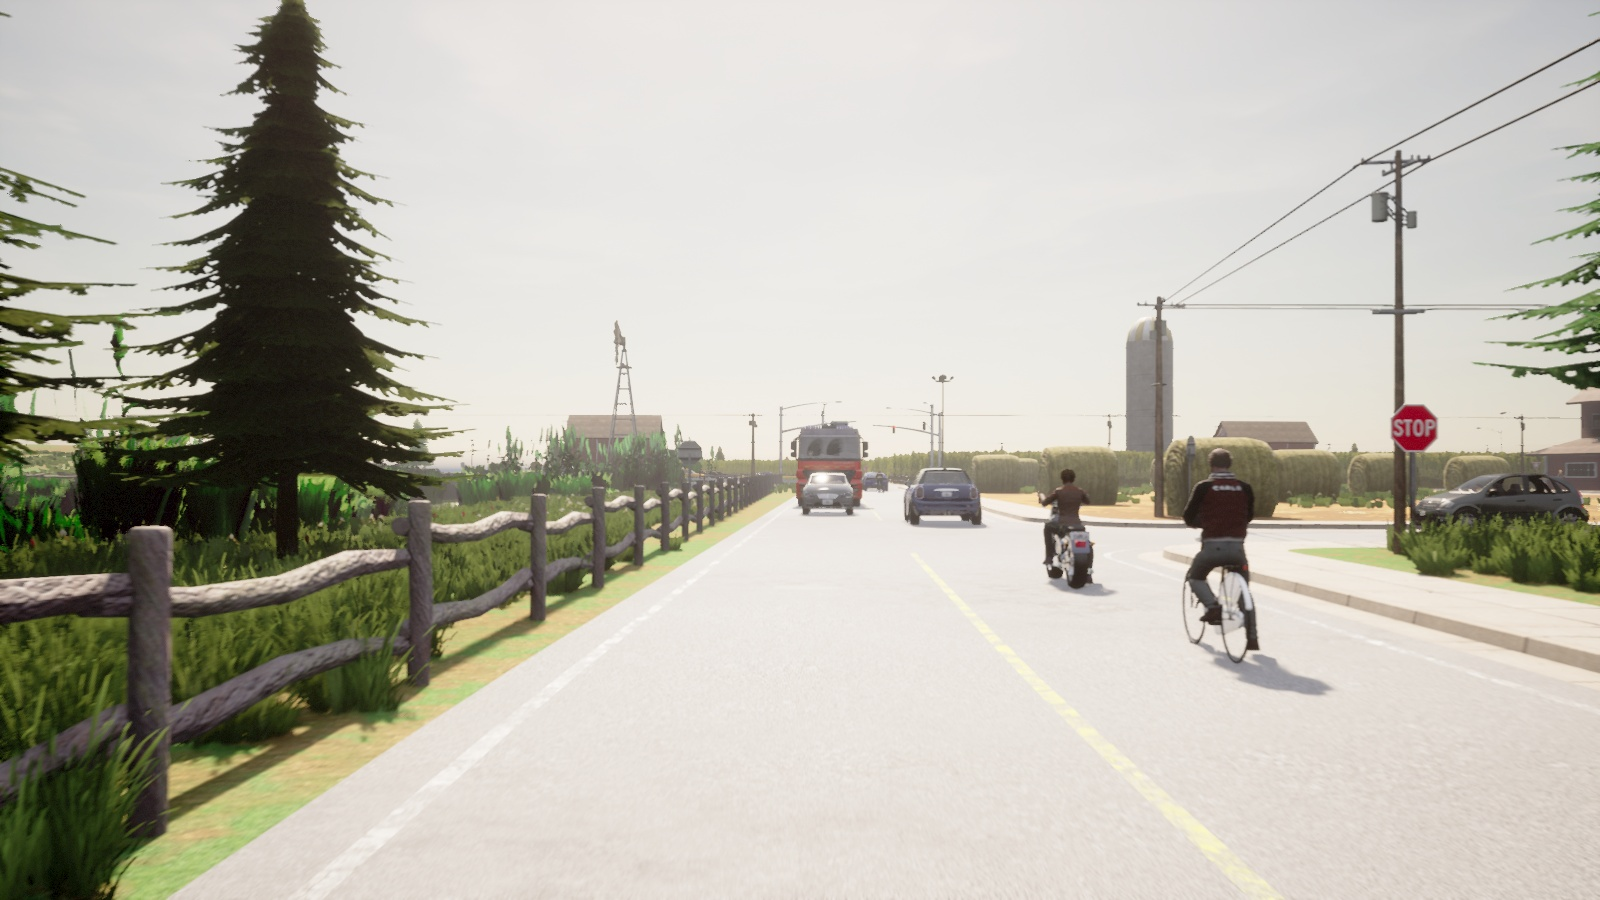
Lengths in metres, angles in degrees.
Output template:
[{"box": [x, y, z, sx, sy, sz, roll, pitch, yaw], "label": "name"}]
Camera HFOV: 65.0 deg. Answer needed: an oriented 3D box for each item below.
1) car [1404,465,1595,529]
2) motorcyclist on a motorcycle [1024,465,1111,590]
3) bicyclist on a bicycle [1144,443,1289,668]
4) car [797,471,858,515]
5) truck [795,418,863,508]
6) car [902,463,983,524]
[{"box": [18.356, 1.226, 33.064, 3.988, 1.617, 1.851, 0, -1, -1], "label": "car"}, {"box": [3.730, 1.042, 17.698, 0.766, 1.649, 2.350, 0, -1, 2], "label": "motorcyclist on a motorcycle"}, {"box": [3.554, 0.847, 10.869, 0.659, 1.776, 1.843, 0, -1, 1], "label": "bicyclist on a bicycle"}, {"box": [1.040, 1.543, 46.342, 2.128, 1.511, 4.902, 0, -1, 2], "label": "car"}, {"box": [1.368, 0.619, 58.070, 2.891, 3.827, 8.468, 0, -1, 2], "label": "truck"}, {"box": [4.326, 1.305, 38.725, 2.097, 1.767, 4.553, 0, -1, 2], "label": "car"}]
